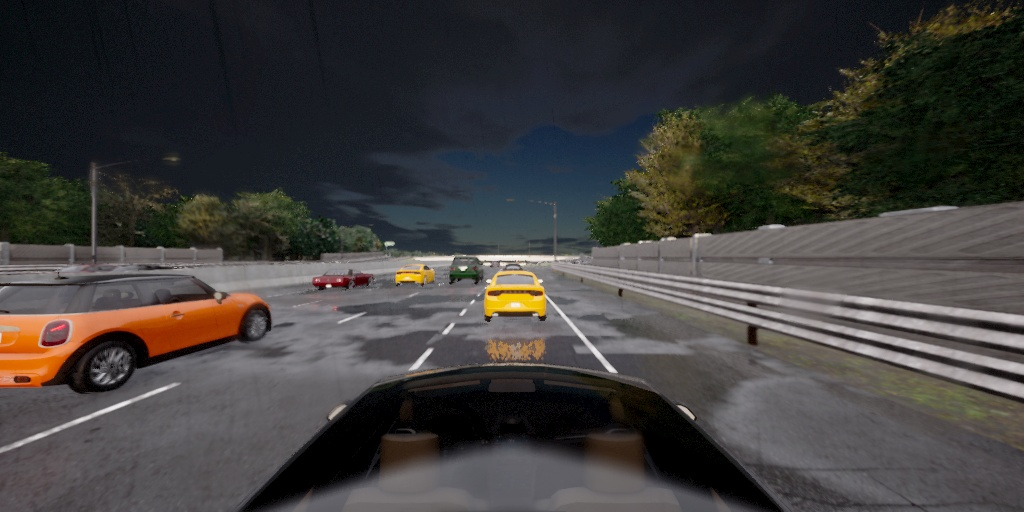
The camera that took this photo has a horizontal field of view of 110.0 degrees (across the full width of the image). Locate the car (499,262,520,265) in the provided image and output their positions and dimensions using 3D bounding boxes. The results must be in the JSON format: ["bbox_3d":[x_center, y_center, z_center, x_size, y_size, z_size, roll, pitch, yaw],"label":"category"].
[{"bbox_3d":[0.099,1.381,30.974,1.812,1.442,4.674,0,0,0],"label":"car"}]

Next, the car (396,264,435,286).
[{"bbox_3d":[-6.901,1.313,26.098,1.882,1.535,5.008,0,0,0],"label":"car"}]

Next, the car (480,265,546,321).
[{"bbox_3d":[0.100,1.257,12.687,1.882,1.535,5.008,0,0,0],"label":"car"}]

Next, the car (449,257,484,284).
[{"bbox_3d":[-3.501,1.067,28.220,2.150,2.045,5.566,0,0,0],"label":"car"}]

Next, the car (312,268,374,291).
[{"bbox_3d":[-10.401,1.422,22.580,1.895,1.301,4.718,0,0,0],"label":"car"}]

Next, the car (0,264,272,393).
[{"bbox_3d":[-6.900,1.111,6.871,2.097,1.767,4.553,0,0,0],"label":"car"}]
